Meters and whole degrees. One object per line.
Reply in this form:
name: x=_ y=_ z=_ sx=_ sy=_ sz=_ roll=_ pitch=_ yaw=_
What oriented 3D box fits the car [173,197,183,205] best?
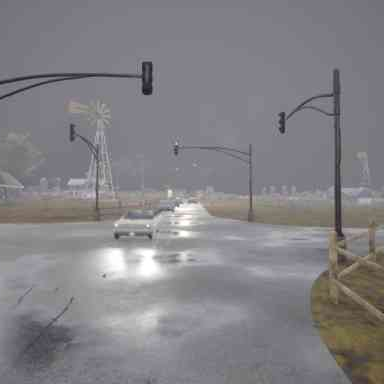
car: x=-2.804 y=1.814 z=67.551 sx=1.994 sy=1.385 sz=4.181 roll=0 pitch=0 yaw=1

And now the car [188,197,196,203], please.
car: x=-0.035 y=1.859 z=79.154 sx=1.812 sy=1.442 sz=4.674 roll=0 pitch=0 yaw=0

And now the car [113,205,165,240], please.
car: x=-2.718 y=1.599 z=17.230 sx=1.895 sy=1.301 sz=4.718 roll=1 pitch=0 yaw=0

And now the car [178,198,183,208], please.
car: x=-2.863 y=1.708 z=52.609 sx=2.033 sy=1.411 sz=5.357 roll=0 pitch=0 yaw=0

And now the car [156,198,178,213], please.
car: x=-2.868 y=1.591 z=37.581 sx=1.837 sy=1.490 sz=4.892 roll=0 pitch=0 yaw=0

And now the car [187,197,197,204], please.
car: x=0.062 y=1.788 z=69.141 sx=1.812 sy=1.442 sz=4.674 roll=0 pitch=0 yaw=0
